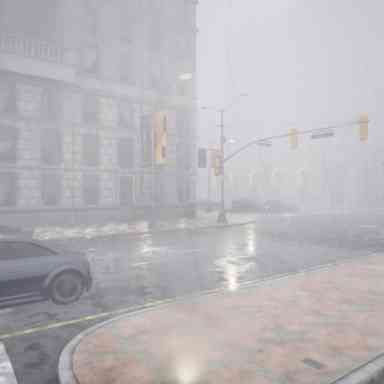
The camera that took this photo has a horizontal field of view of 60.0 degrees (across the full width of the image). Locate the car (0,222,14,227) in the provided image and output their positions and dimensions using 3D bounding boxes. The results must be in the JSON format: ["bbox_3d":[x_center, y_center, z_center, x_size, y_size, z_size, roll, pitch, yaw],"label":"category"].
[{"bbox_3d":[-6.839,1.504,8.942,4.892,1.490,1.837,0,0,-35],"label":"car"}]

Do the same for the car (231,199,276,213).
[{"bbox_3d":[6.393,1.491,36.706,2.128,1.511,4.902,0,0,-36],"label":"car"}]

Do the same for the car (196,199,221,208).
[{"bbox_3d":[2.450,1.601,48.180,1.895,1.301,4.718,0,0,-36],"label":"car"}]

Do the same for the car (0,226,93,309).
[{"bbox_3d":[-4.151,1.564,6.559,4.181,1.385,1.994,0,0,-35],"label":"car"}]

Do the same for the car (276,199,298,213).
[{"bbox_3d":[9.851,1.526,37.897,1.812,1.442,4.674,0,0,-36],"label":"car"}]
